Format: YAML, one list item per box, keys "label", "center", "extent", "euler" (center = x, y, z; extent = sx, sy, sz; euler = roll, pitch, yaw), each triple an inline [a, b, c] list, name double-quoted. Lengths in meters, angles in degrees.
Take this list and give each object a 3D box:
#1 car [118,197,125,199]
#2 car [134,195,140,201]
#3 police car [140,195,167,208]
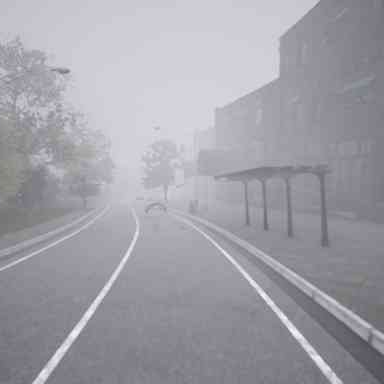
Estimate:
- label: "car"
  center: [-16.447, 1.499, 77.804]
  extent: [1.994, 1.385, 4.181]
  euler: [-1, 0, -11]
- label: "car"
  center: [-9.780, 1.186, 62.366]
  extent: [1.882, 1.535, 5.008]
  euler: [-1, 0, -11]
- label: "police car"
  center: [-3.503, 1.118, 31.124]
  extent: [2.038, 1.542, 4.974]
  euler: [-1, 0, -11]
